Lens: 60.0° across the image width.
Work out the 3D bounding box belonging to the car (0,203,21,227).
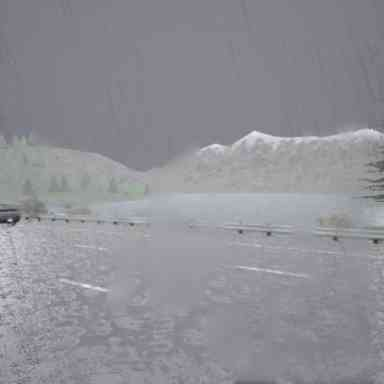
[{"bbox_3d":[-12.448,1.377,19.948,4.902,1.511,2.128,0,0,27],"label":"car"}]
